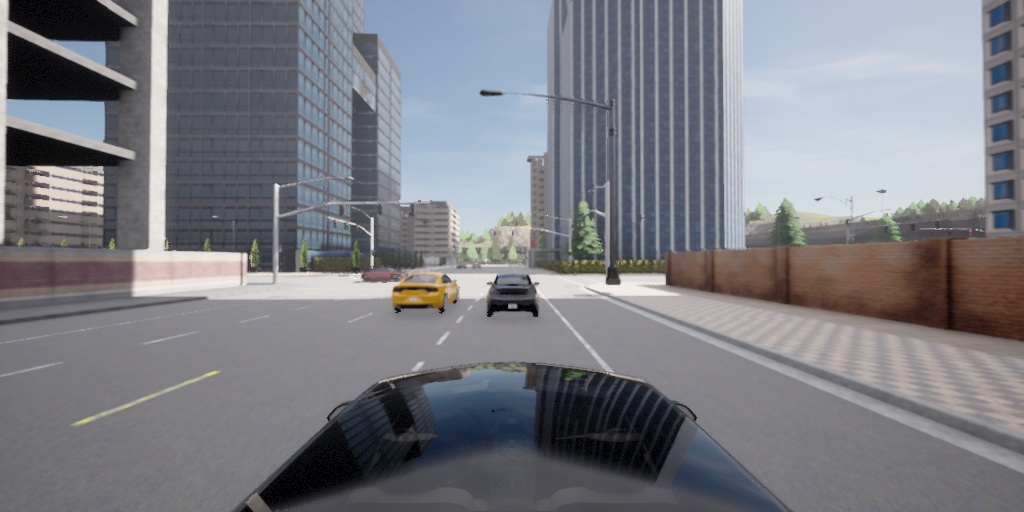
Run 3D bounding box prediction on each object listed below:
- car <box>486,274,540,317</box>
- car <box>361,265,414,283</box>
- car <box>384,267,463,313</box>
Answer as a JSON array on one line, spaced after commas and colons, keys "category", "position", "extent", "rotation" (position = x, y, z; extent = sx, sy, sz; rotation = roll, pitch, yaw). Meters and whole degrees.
[{"category": "car", "position": [0.040, 1.425, 14.129], "extent": [1.837, 1.490, 4.892], "rotation": [0, 0, 0]}, {"category": "car", "position": [-11.659, 1.737, 33.177], "extent": [4.181, 1.385, 1.994], "rotation": [0, -1, -1]}, {"category": "car", "position": [-3.453, 1.410, 15.076], "extent": [1.882, 1.535, 5.008], "rotation": [0, -1, 0]}]
